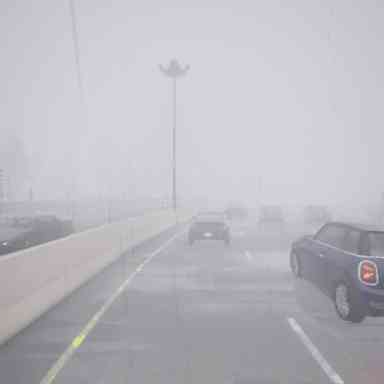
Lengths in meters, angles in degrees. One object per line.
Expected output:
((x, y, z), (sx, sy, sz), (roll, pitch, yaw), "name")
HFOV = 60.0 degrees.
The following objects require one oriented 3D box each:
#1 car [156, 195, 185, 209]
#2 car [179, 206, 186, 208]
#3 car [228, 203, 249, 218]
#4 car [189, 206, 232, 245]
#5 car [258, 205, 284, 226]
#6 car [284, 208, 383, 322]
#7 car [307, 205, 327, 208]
((-3.252, 1.577, 51.982), (2.150, 2.045, 5.566), (0, -1, 26), "car")
((-0.161, 1.877, 50.320), (1.812, 1.442, 4.674), (0, -1, 25), "car")
((4.384, 1.750, 32.452), (1.812, 1.442, 4.674), (0, 0, 17), "car")
((0.930, 1.639, 16.223), (1.812, 1.442, 4.674), (0, 0, 7), "car")
((6.069, 1.724, 25.446), (2.033, 1.411, 5.357), (0, 0, 13), "car")
((3.743, 1.405, 7.471), (2.097, 1.767, 4.553), (0, 0, 2), "car")
((9.819, 1.729, 26.118), (2.033, 1.411, 5.357), (0, 0, 14), "car")
